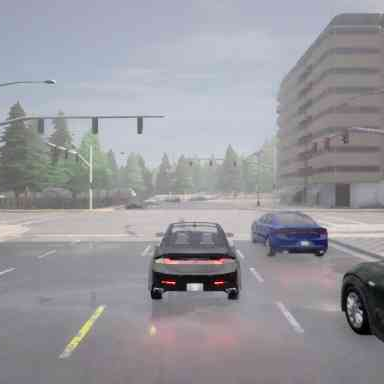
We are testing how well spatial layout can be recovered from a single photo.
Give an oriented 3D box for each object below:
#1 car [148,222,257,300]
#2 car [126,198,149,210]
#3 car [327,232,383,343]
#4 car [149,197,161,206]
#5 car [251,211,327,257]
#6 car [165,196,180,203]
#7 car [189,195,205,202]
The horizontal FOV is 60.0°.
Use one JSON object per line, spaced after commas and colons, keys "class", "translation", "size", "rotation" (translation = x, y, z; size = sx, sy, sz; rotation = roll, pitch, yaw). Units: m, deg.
{"class": "car", "translation": [0.067, 1.492, 8.383], "size": [2.128, 1.511, 4.902], "rotation": [0, 0, 0]}
{"class": "car", "translation": [-7.026, 1.564, 42.030], "size": [1.994, 1.385, 4.181], "rotation": [0, 0, 1]}
{"class": "car", "translation": [3.600, 1.352, 3.877], "size": [2.097, 1.767, 4.553], "rotation": [0, 0, 0]}
{"class": "car", "translation": [-6.475, 1.525, 55.309], "size": [1.812, 1.442, 4.674], "rotation": [0, 0, 7]}
{"class": "car", "translation": [3.586, 1.478, 13.028], "size": [1.882, 1.535, 5.008], "rotation": [0, 0, 0]}
{"class": "car", "translation": [-3.832, 1.525, 67.482], "size": [1.812, 1.442, 4.674], "rotation": [0, 0, 21]}
{"class": "car", "translation": [1.251, 1.524, 77.010], "size": [1.812, 1.442, 4.674], "rotation": [0, 0, 34]}
